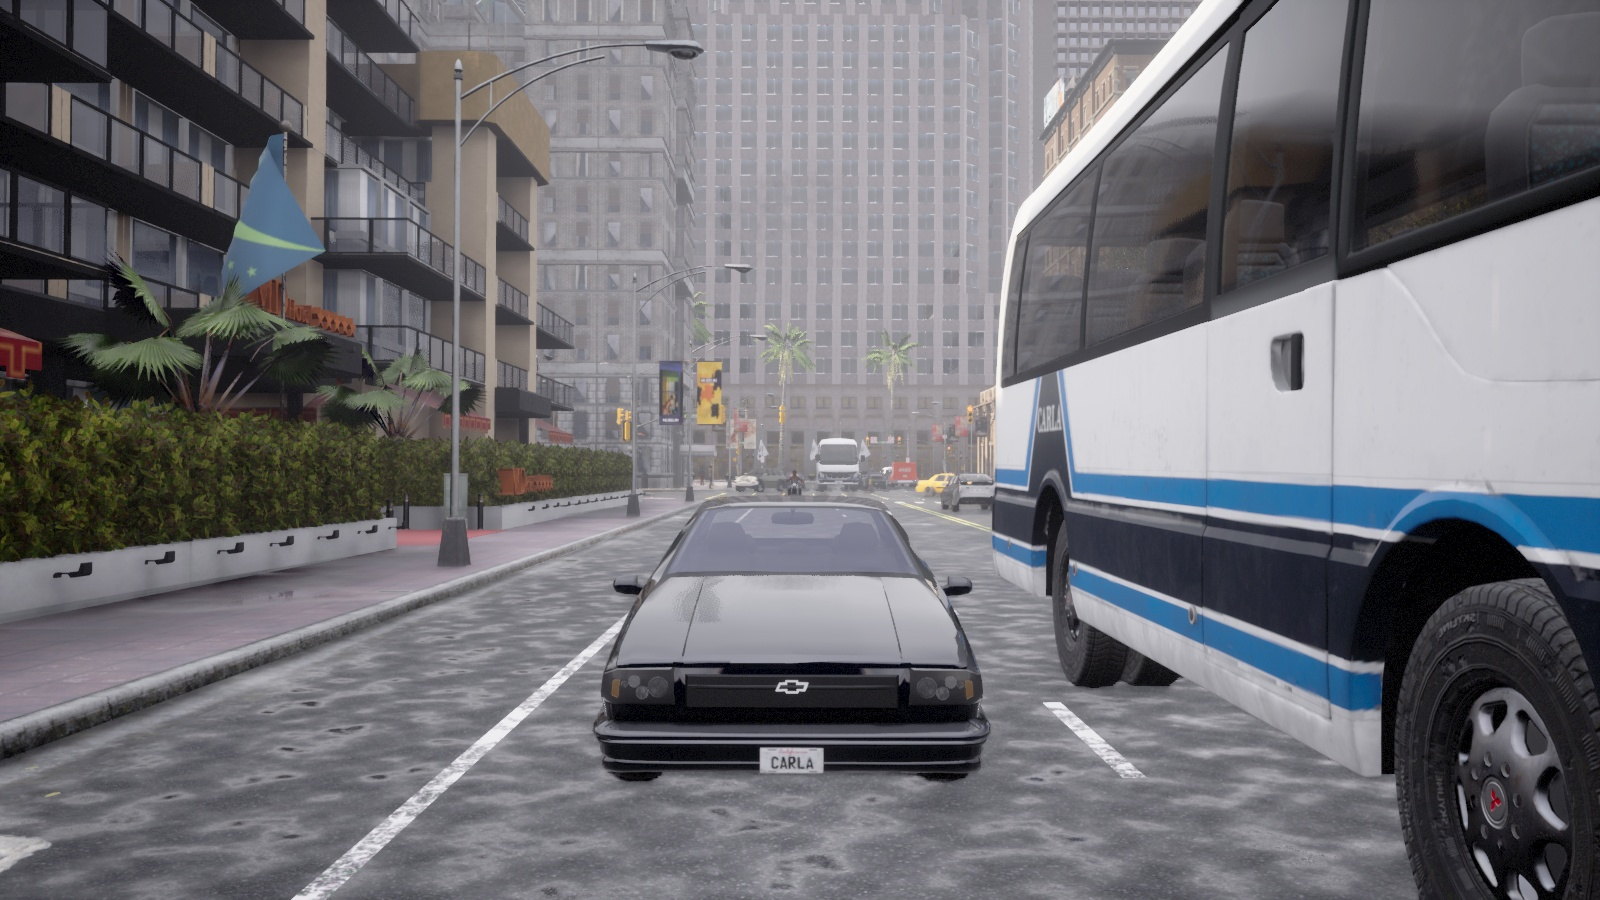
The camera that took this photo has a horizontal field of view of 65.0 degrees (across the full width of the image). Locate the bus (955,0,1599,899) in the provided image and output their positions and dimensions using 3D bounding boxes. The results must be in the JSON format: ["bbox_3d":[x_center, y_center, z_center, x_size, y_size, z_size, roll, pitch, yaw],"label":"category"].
[{"bbox_3d":[3.466,-0.465,6.632,3.944,4.253,10.273,0,0,0],"label":"bus"}]

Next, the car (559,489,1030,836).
[{"bbox_3d":[-0.035,0.998,8.108,2.033,1.411,5.357,0,-1,0],"label":"car"}]

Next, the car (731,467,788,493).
[{"bbox_3d":[-2.905,2.176,91.546,1.932,1.855,4.605,0,-1,31],"label":"car"}]

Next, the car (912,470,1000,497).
[{"bbox_3d":[9.348,1.982,75.592,1.801,1.575,5.366,1,-1,-43],"label":"car"}]

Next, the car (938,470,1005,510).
[{"bbox_3d":[6.795,1.575,50.199,2.007,1.525,4.514,0,-1,0],"label":"car"}]
